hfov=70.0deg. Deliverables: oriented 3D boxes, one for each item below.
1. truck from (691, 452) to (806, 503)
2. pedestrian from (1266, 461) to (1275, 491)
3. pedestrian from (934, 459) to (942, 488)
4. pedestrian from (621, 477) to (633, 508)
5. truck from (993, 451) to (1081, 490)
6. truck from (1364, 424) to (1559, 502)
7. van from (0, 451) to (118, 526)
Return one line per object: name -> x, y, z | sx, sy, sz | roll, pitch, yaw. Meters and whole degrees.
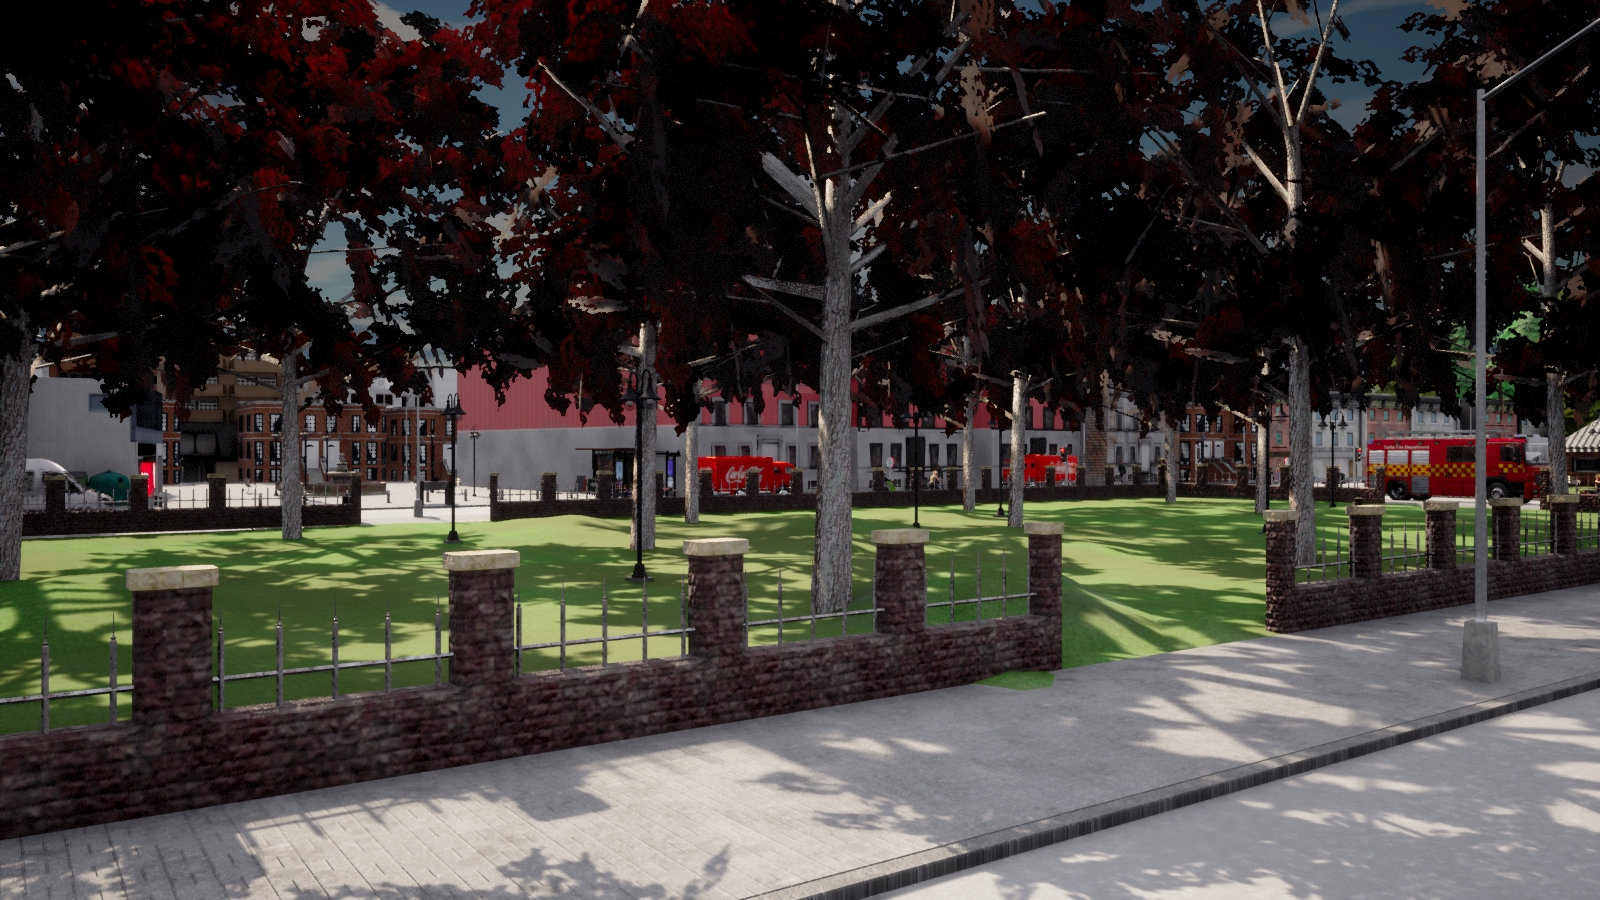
truck -> -2.582, 1.335, 57.891 | 5.204, 2.467, 2.627 | 0, 0, -35
pedestrian -> 29.291, 1.602, 71.176 | 0.375, 1.860, 0.375 | 0, 0, -23
pedestrian -> 8.991, 1.506, 74.260 | 0.375, 1.860, 0.375 | 0, 0, -18
pedestrian -> -7.358, 1.795, 48.671 | 0.375, 1.300, 0.375 | 0, 0, -35
truck -> 15.664, 1.340, 75.506 | 5.204, 2.467, 2.627 | 1, -1, -31
truck -> 34.631, 0.645, 60.204 | 2.891, 3.827, 8.468 | 0, 0, -34
van -> -27.604, 1.314, 40.365 | 5.915, 2.561, 1.988 | 0, 0, -35
